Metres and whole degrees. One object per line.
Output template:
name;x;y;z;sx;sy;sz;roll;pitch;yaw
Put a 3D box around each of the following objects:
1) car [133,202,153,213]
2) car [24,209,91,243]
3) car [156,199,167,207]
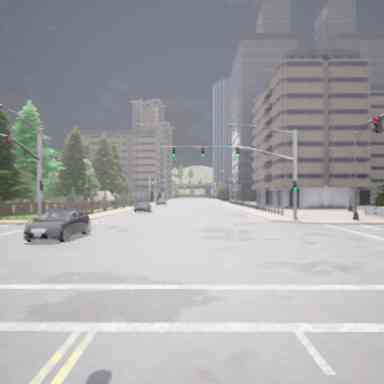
car;-6.293;2.015;43.185;1.994;1.385;4.181;0;-1;0
car;-6.782;1.673;17.258;2.128;1.511;4.902;0;-1;2
car;-6.115;2.063;67.653;1.882;1.535;5.008;0;-1;0
